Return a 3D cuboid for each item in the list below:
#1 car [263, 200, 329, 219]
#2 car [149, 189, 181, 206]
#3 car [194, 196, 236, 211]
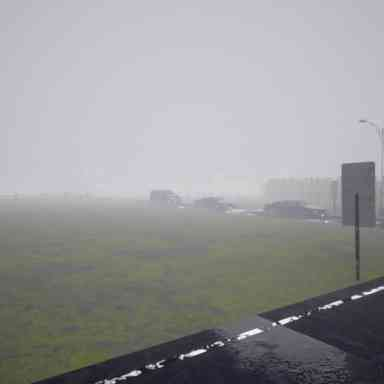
[{"bbox_3d":[8.324,1.330,27.295,2.033,1.411,5.357,-1,1,-36],"label":"car"},{"bbox_3d":[-3.645,0.695,44.060,2.150,2.045,5.566,-1,1,-35],"label":"car"},{"bbox_3d":[2.345,1.178,35.660,2.033,1.411,5.357,-1,1,-36],"label":"car"}]
